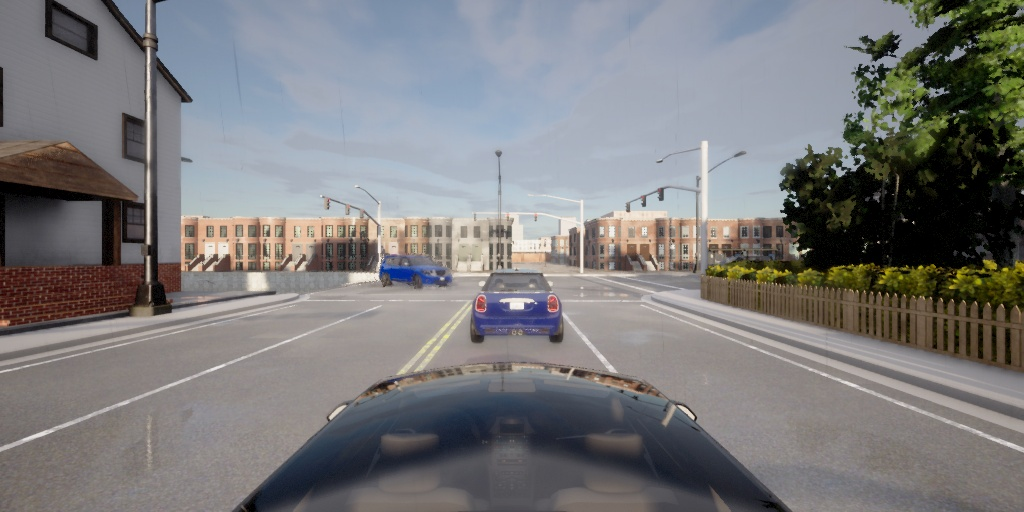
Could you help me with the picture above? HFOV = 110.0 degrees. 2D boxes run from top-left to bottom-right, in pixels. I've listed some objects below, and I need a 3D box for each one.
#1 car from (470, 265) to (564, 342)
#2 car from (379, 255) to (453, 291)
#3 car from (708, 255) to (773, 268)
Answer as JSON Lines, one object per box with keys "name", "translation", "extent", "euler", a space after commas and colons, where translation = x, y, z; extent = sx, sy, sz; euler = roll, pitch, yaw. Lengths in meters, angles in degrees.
{"name": "car", "translation": [0.111, 1.102, 9.888], "extent": [2.097, 1.767, 4.553], "euler": [0, 0, 0]}
{"name": "car", "translation": [-6.119, 0.968, 22.492], "extent": [5.566, 2.045, 2.150], "euler": [0, -1, 40]}
{"name": "car", "translation": [18.743, 0.971, 29.598], "extent": [5.566, 2.045, 2.150], "euler": [0, 0, 0]}
